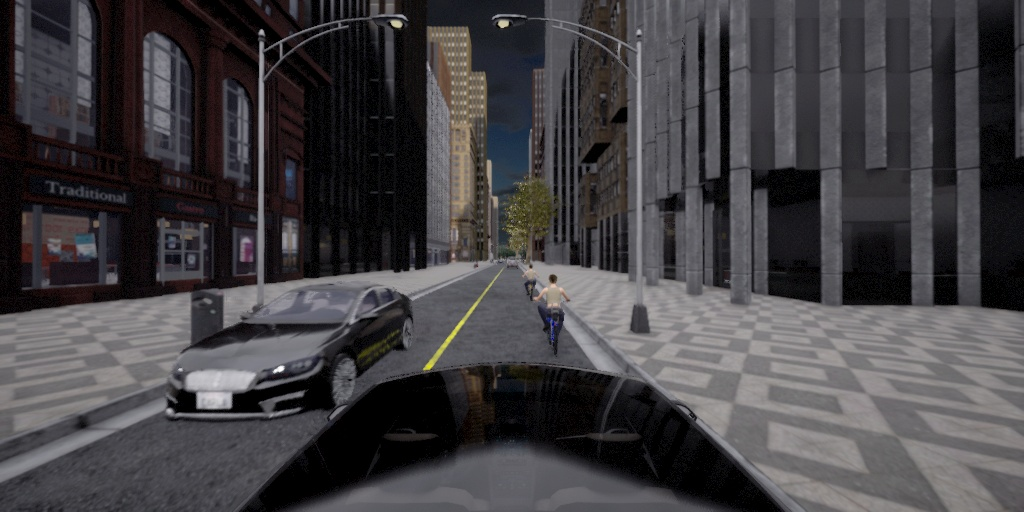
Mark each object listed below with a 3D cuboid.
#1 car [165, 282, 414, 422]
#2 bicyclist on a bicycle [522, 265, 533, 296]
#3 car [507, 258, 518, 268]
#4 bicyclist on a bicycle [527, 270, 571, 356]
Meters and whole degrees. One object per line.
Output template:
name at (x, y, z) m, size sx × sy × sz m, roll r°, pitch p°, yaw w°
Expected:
car at (-3.100, 1.241, 6.186) m, size 2.128 × 1.511 × 4.902 m, roll 0°, pitch 0°, yaw 0°
bicyclist on a bicycle at (0.855, 1.193, 16.428) m, size 0.866 × 1.612 × 1.509 m, roll 0°, pitch 0°, yaw 0°
car at (0.106, 1.430, 63.147) m, size 2.033 × 1.411 × 5.357 m, roll 0°, pitch 0°, yaw 0°
bicyclist on a bicycle at (0.857, 1.186, 7.638) m, size 0.866 × 1.612 × 1.509 m, roll 0°, pitch 0°, yaw 0°
